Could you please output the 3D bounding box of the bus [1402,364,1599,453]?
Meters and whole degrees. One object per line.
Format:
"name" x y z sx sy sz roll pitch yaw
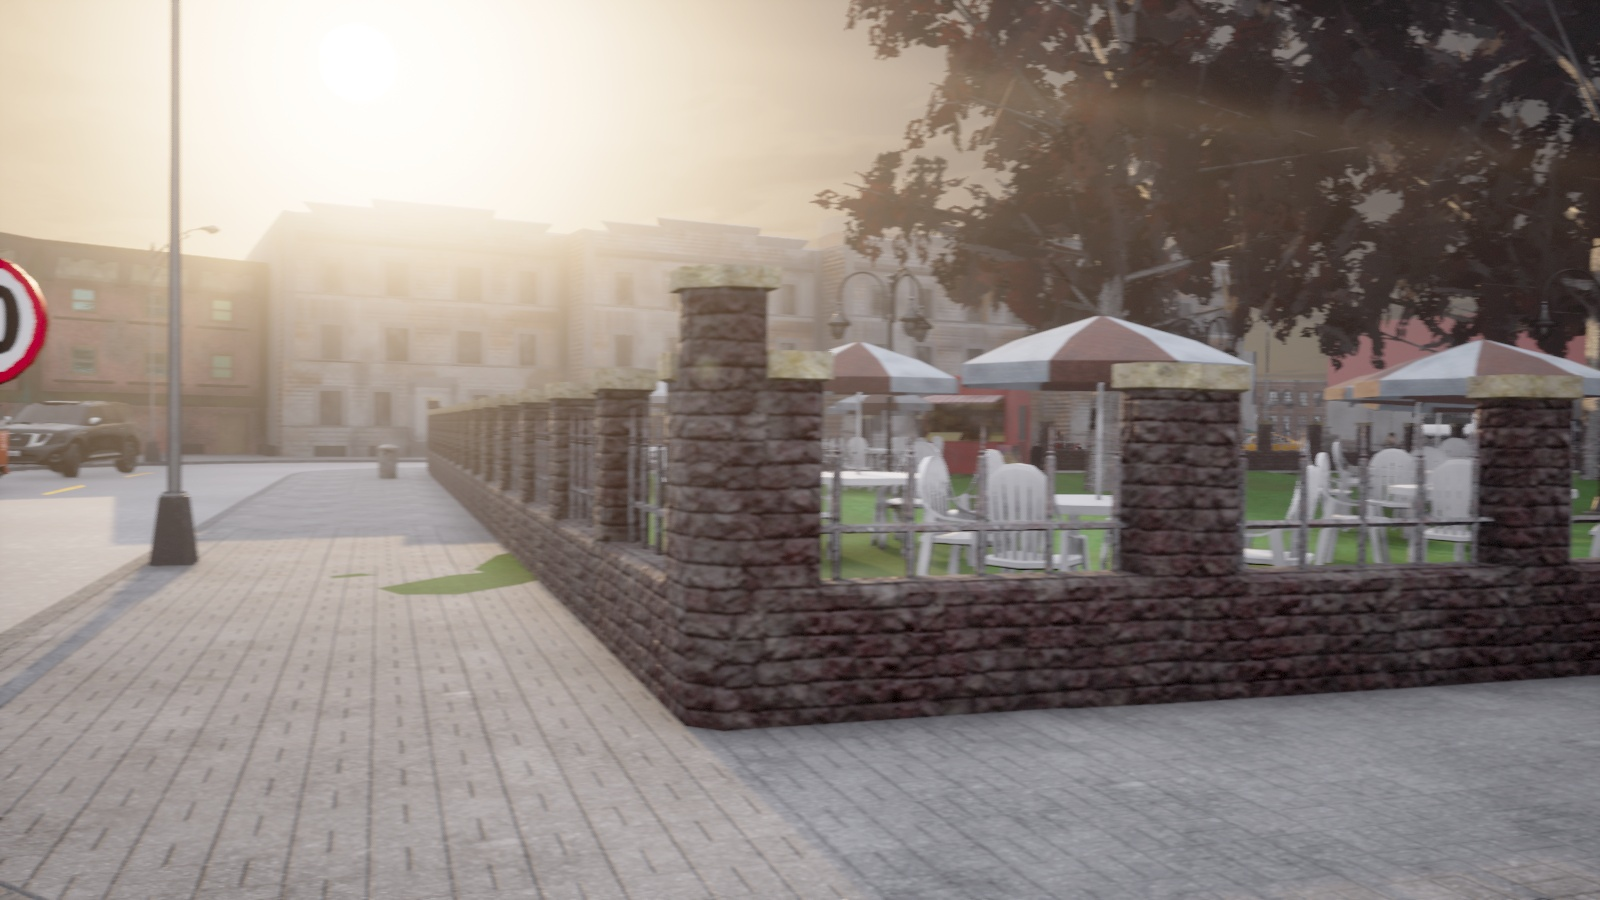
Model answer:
"bus" 36.057 -2.108 63.501 10.273 4.253 3.944 -1 1 -18

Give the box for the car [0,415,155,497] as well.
"car" -20.106 0.073 34.649 2.150 2.045 5.566 0 2 -5

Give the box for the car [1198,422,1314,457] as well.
"car" 21.282 -0.516 58.588 5.008 1.535 1.882 -1 1 -18

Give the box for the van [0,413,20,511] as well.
"van" -16.927 0.266 24.619 1.775 1.987 4.442 -1 1 -18
